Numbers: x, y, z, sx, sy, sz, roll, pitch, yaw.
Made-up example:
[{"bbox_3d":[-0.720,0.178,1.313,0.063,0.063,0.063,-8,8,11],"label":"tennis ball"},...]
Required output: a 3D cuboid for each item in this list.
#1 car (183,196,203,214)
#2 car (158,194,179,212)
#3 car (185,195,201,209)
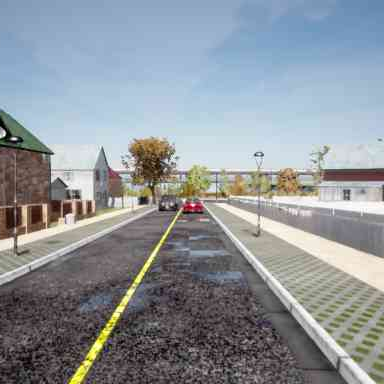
[{"bbox_3d":[0.097,1.346,35.347,2.097,1.767,4.553,0,0,0],"label":"car"},{"bbox_3d":[-2.751,1.324,39.919,2.150,2.045,5.566,0,0,0],"label":"car"},{"bbox_3d":[0.099,1.354,45.108,2.097,1.767,4.553,0,0,0],"label":"car"}]
